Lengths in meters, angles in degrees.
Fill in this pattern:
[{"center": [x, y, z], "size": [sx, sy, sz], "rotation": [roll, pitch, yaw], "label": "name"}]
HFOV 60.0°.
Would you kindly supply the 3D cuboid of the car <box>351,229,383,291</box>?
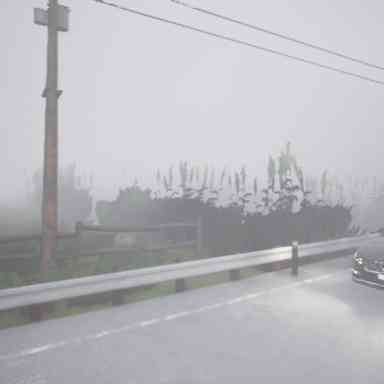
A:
[{"center": [5.529, 1.210, 7.251], "size": [4.892, 1.490, 1.837], "rotation": [-2, 2, -31], "label": "car"}]
